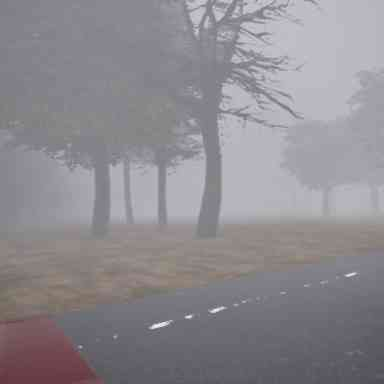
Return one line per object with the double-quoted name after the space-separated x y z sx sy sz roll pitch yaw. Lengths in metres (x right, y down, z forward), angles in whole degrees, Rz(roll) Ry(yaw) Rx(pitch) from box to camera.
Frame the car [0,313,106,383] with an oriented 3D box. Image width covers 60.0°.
-3.022 1.597 1.836 4.718 1.301 1.895 0 0 -35 "car"
